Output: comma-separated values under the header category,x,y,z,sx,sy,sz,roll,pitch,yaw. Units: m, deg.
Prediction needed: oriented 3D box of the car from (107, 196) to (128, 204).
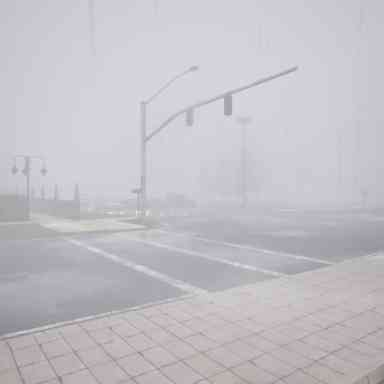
category,x,y,z,sx,sy,sz,roll,pitch,yaw
car,-14.201,1.547,63.317,2.033,1.411,5.357,0,0,-36

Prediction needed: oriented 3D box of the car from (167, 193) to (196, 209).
category,x,y,z,sx,sy,sz,roll,pitch,yaw
car,-1.691,1.221,46.092,2.150,2.045,5.566,0,0,-36

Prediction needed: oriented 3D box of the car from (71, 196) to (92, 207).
category,x,y,z,sx,sy,sz,roll,pitch,yaw
car,-16.536,1.601,48.624,1.895,1.301,4.718,0,0,-36

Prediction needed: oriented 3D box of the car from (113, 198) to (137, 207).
category,x,y,z,sx,sy,sz,roll,pitch,yaw
car,-10.543,1.601,52.286,1.895,1.301,4.718,0,0,-36

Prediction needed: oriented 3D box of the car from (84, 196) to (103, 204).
category,x,y,z,sx,sy,sz,roll,pitch,yaw
car,-18.968,1.503,63.946,1.837,1.490,4.892,0,1,-36

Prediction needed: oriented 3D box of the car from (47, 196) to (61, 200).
category,x,y,z,sx,sy,sz,roll,pitch,yaw
car,-25.331,1.506,60.784,1.837,1.490,4.892,0,0,-36

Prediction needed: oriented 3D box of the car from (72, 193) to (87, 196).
category,x,y,z,sx,sy,sz,roll,pitch,yaw
car,-19.828,1.223,59.124,2.150,2.045,5.566,0,0,-36

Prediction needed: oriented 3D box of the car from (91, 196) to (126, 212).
category,x,y,z,sx,sy,sz,roll,pitch,yaw
car,-10.037,1.526,39.719,1.812,1.442,4.674,0,0,-36

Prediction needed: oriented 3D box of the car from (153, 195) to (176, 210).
category,x,y,z,sx,sy,sz,roll,pitch,yaw
car,-4.510,1.505,44.014,1.837,1.490,4.892,0,0,-36

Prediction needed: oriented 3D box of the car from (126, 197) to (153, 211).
category,x,y,z,sx,sy,sz,roll,pitch,yaw
car,-7.456,1.547,42.116,2.033,1.411,5.357,0,0,-36

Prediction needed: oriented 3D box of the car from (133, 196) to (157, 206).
category,x,y,z,sx,sy,sz,roll,pitch,yaw
car,-7.676,1.505,54.301,1.837,1.490,4.892,0,0,-36
